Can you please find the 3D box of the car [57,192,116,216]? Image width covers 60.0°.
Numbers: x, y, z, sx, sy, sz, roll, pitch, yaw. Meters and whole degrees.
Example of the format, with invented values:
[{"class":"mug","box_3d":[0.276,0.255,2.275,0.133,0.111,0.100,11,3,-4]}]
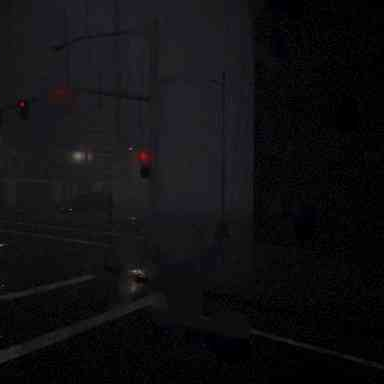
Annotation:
[{"class":"car","box_3d":[-9.753,1.059,31.272,2.150,2.045,5.566,0,0,35]}]
